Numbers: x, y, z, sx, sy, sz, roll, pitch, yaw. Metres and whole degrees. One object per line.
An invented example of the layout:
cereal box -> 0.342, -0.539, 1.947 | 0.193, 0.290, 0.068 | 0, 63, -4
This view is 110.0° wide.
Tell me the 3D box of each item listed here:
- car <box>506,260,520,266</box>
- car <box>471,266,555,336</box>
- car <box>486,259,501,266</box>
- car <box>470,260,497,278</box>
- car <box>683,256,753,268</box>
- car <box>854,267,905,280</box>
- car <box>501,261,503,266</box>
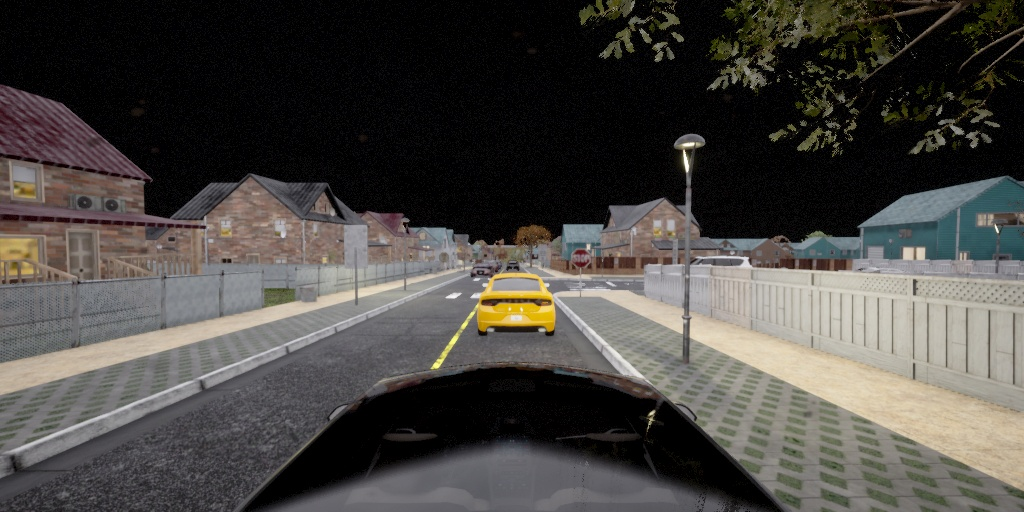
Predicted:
car -> 0.129, 1.396, 53.689 | 1.837, 1.490, 4.892 | 0, 0, 0
car -> 0.117, 1.227, 10.433 | 1.882, 1.535, 5.008 | 0, 0, 0
car -> -2.811, 1.198, 45.991 | 2.097, 1.767, 4.553 | 0, 0, 0
car -> -2.817, 1.360, 34.348 | 1.994, 1.385, 4.181 | 0, 0, 1
car -> 13.406, 1.015, 24.661 | 5.566, 2.045, 2.150 | 1, 2, 8
car -> 23.047, 1.424, 22.902 | 4.674, 1.442, 1.812 | 1, 2, 13
car -> -2.790, 1.263, 56.368 | 2.097, 1.767, 4.553 | 0, -1, 0
